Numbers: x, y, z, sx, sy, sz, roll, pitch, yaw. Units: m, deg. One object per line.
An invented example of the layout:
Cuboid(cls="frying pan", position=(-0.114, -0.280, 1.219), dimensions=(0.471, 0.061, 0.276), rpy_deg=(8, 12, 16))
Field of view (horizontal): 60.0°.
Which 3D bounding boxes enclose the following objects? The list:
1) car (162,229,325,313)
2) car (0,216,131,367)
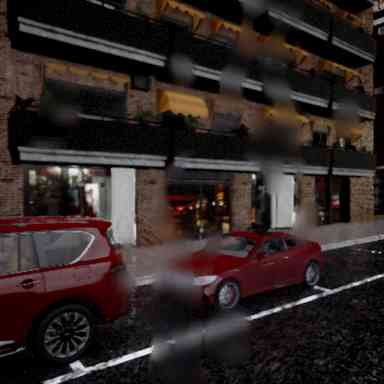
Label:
Cuboid(cls="car", position=(1.337, 1.541, 7.535), dimensions=(4.206, 1.307, 1.802), rpy_deg=(-1, 1, -36))
Cuboid(cls="car", position=(-3.240, 1.320, 4.241), dimensions=(5.009, 1.841, 2.192), rpy_deg=(-1, 1, -36))
